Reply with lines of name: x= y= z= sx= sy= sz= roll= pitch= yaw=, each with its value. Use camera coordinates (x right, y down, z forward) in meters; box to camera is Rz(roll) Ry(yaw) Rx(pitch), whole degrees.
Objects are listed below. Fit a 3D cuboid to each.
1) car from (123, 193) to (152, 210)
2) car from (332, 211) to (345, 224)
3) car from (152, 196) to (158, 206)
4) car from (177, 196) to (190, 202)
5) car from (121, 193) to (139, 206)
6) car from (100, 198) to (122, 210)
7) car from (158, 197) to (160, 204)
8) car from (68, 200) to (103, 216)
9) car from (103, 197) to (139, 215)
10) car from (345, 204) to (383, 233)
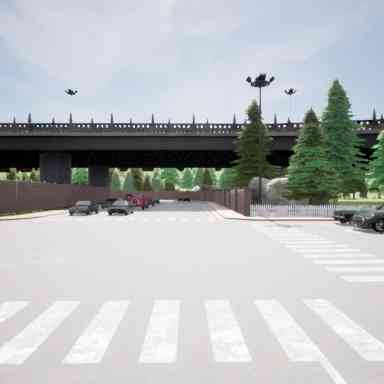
car: x=-7.045 y=1.221 z=43.734 sx=2.150 sy=2.045 sz=5.566 roll=0 pitch=0 yaw=0
car: x=11.985 y=1.545 z=22.179 sx=4.718 sy=1.301 sz=1.895 roll=0 pitch=0 yaw=2
car: x=-7.046 y=1.564 z=53.742 sx=1.994 sy=1.385 sz=4.181 roll=0 pitch=0 yaw=0
car: x=-1.908 y=1.553 z=75.198 sx=1.994 sy=1.385 sz=4.181 roll=0 pitch=0 yaw=-19
car: x=-10.597 y=1.223 z=57.430 sx=2.150 sy=2.045 sz=5.566 roll=0 pitch=0 yaw=-1
car: x=-10.561 y=1.526 z=43.725 sx=1.812 sy=1.442 sz=4.674 roll=0 pitch=0 yaw=0
car: x=-7.197 y=1.547 z=64.403 sx=2.033 sy=1.411 sz=5.357 roll=0 pitch=0 yaw=-3
car: x=-10.571 y=1.526 z=32.907 sx=1.812 sy=1.442 sz=4.674 roll=0 pitch=0 yaw=0
car: x=-7.043 y=1.547 z=33.560 sx=2.033 sy=1.411 sz=5.357 roll=0 pitch=0 yaw=0
car: x=11.481 y=1.297 z=18.671 sx=4.553 sy=1.767 sz=2.097 roll=0 pitch=0 yaw=2
